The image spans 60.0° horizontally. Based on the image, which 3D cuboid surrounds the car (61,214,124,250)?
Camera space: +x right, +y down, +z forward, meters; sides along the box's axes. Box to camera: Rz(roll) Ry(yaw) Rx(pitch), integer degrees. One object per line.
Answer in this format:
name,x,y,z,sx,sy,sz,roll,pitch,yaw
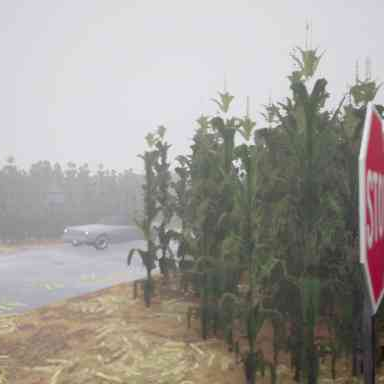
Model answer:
car,-3.394,1.699,15.111,1.895,1.301,4.718,-1,-1,37
